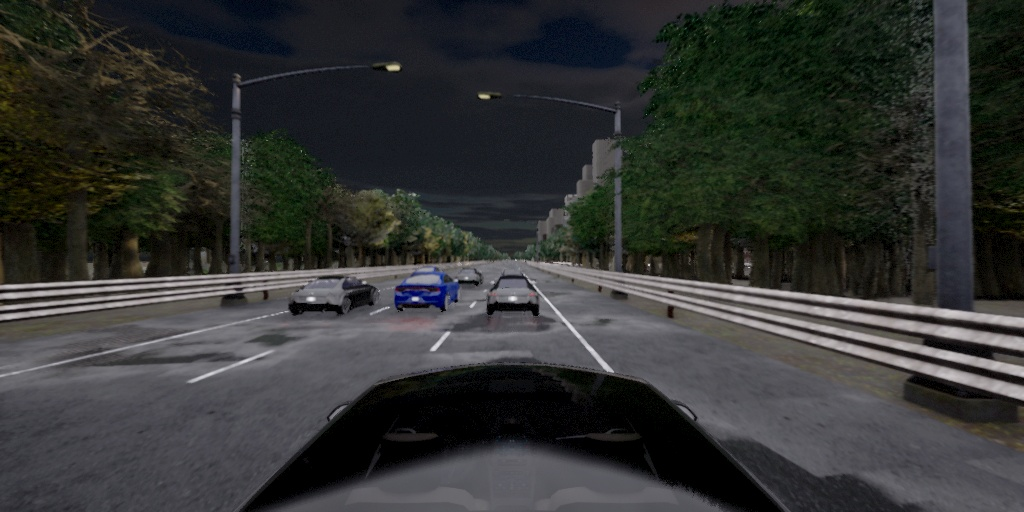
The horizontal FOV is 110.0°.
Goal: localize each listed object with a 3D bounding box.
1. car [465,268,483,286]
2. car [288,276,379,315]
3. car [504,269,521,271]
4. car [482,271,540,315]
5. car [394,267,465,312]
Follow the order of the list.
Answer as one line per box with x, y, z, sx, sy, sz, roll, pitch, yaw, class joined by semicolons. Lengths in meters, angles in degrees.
-3.451;1.680;29.320;1.994;1.385;4.181;0;-1;1;car
-6.950;1.488;14.442;1.994;1.385;4.181;0;-1;0;car
0.042;1.706;28.542;1.895;1.301;4.718;0;-1;0;car
0.049;1.489;14.588;1.994;1.385;4.181;0;-1;0;car
-3.443;1.412;15.330;1.882;1.535;5.008;0;0;1;car
